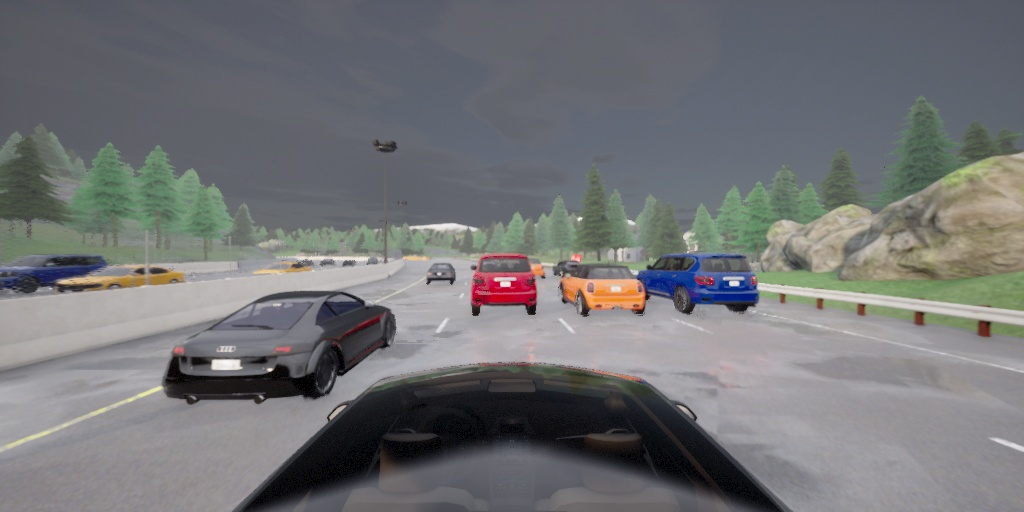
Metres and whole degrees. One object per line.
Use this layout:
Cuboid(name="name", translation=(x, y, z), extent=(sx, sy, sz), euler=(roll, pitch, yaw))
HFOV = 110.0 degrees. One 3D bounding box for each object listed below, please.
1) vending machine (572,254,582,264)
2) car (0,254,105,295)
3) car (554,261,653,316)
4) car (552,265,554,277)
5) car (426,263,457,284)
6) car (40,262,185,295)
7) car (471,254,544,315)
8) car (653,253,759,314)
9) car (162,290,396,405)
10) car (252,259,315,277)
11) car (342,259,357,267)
Cuboid(name="vending machine", translation=(7.812, 0.769, 43.261), extent=(1.100, 2.100, 0.880), euler=(0, 0, -11))
Cuboid(name="car", translation=(-25.645, 0.930, 19.736), extent=(2.150, 2.045, 5.566), euler=(0, 0, -5))
Cuboid(name="car", translation=(3.118, 1.050, 13.303), extent=(2.097, 1.767, 4.553), euler=(0, 0, -3))
Cuboid(name="car", translation=(4.820, 1.130, 31.156), extent=(1.837, 1.490, 4.892), euler=(0, 0, -8))
Cuboid(name="car", translation=(-5.011, 1.206, 25.664), extent=(2.033, 1.411, 5.357), euler=(0, 0, -7))
Cuboid(name="car", translation=(-18.383, 1.186, 17.165), extent=(1.882, 1.535, 5.008), euler=(0, 0, -5))
Cuboid(name="car", translation=(-0.374, 0.926, 13.508), extent=(2.150, 2.045, 5.566), euler=(0, 0, -4))
Cuboid(name="car", translation=(6.634, 0.917, 13.637), extent=(2.150, 2.045, 5.566), euler=(0, 0, -3))
Cuboid(name="car", translation=(-3.573, 1.300, 6.437), extent=(1.994, 1.385, 4.181), euler=(0, 0, -1))
Cuboid(name="car", translation=(-15.639, 1.153, 24.578), extent=(1.882, 1.535, 5.008), euler=(0, 0, -7))
Cuboid(name="car", translation=(-26.847, 1.149, 59.441), extent=(1.895, 1.301, 4.718), euler=(0, 0, -18))
